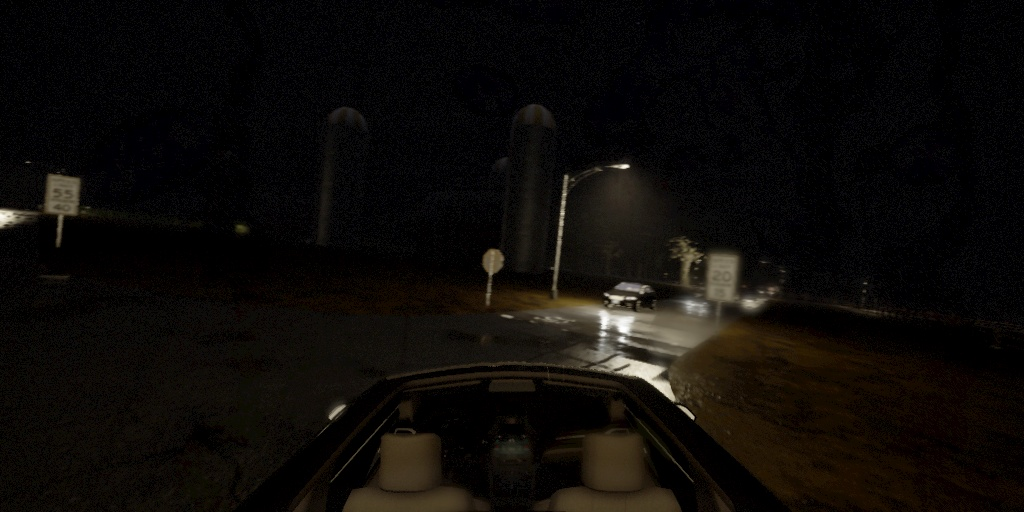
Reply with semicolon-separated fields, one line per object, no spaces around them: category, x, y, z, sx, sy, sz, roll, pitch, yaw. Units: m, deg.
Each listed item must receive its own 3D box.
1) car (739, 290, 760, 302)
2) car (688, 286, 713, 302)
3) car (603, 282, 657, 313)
car;33.985;5.673;51.573;1.882;1.535;5.008;5;-1;37
car;19.898;3.965;37.681;2.128;1.511;4.902;5;-1;38
car;6.800;2.269;20.302;2.128;1.511;4.902;5;-1;37
